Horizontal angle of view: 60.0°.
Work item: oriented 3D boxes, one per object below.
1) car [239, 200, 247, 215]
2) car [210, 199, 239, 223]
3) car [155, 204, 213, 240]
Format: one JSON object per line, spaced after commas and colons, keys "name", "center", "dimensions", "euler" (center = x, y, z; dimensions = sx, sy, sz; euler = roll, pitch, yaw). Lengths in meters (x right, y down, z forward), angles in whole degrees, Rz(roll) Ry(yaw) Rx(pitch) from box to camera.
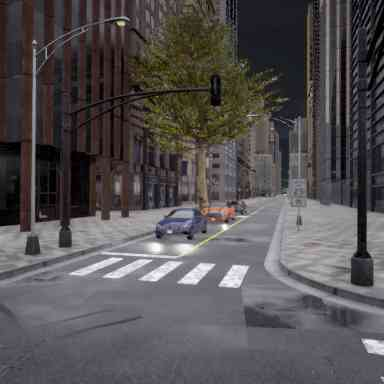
{"name": "car", "center": [5.060, 1.719, 37.197], "dimensions": [1.837, 1.490, 4.892], "euler": [0, 0, 16]}
{"name": "car", "center": [2.228, 1.499, 27.240], "dimensions": [2.097, 1.767, 4.553], "euler": [0, 0, 16]}
{"name": "car", "center": [-0.415, 1.619, 17.922], "dimensions": [1.812, 1.442, 4.674], "euler": [0, 0, 16]}
